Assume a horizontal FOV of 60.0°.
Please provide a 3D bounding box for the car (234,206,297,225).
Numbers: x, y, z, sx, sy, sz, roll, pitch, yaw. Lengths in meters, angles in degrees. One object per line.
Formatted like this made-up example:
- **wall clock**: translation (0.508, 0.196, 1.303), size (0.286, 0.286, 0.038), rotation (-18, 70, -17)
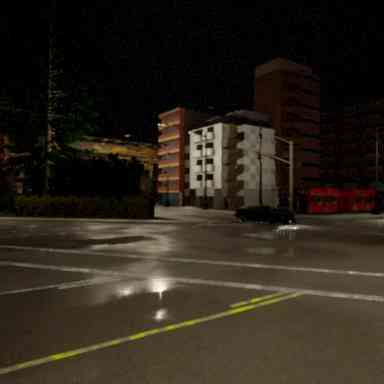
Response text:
- **car**: translation (5.741, 1.798, 26.723), size (2.033, 1.411, 5.357), rotation (1, 0, -35)
